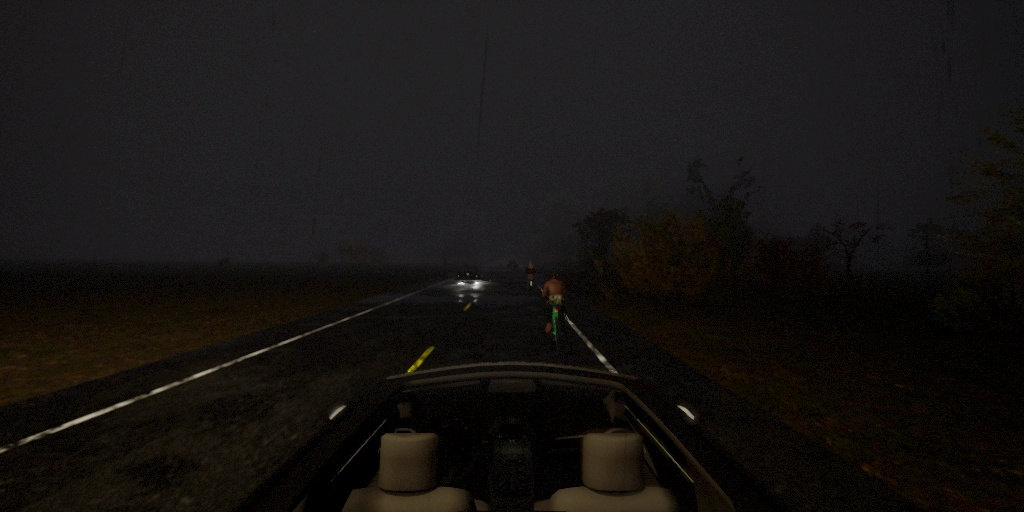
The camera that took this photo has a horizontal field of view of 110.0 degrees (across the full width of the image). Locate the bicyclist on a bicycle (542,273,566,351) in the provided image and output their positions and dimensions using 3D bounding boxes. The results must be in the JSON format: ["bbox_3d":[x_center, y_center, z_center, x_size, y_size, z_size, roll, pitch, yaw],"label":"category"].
[{"bbox_3d":[0.963,1.203,8.044,0.582,1.620,1.656,0,0,0],"label":"bicyclist on a bicycle"}]

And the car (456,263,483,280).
[{"bbox_3d":[-3.596,1.315,31.110,1.994,1.385,4.181,0,0,0],"label":"car"}]

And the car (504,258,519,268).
[{"bbox_3d":[0.106,1.315,60.694,1.994,1.385,4.181,0,0,0],"label":"car"}]

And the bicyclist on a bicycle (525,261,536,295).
[{"bbox_3d":[0.964,1.121,18.628,0.659,1.776,1.843,0,0,0],"label":"bicyclist on a bicycle"}]
